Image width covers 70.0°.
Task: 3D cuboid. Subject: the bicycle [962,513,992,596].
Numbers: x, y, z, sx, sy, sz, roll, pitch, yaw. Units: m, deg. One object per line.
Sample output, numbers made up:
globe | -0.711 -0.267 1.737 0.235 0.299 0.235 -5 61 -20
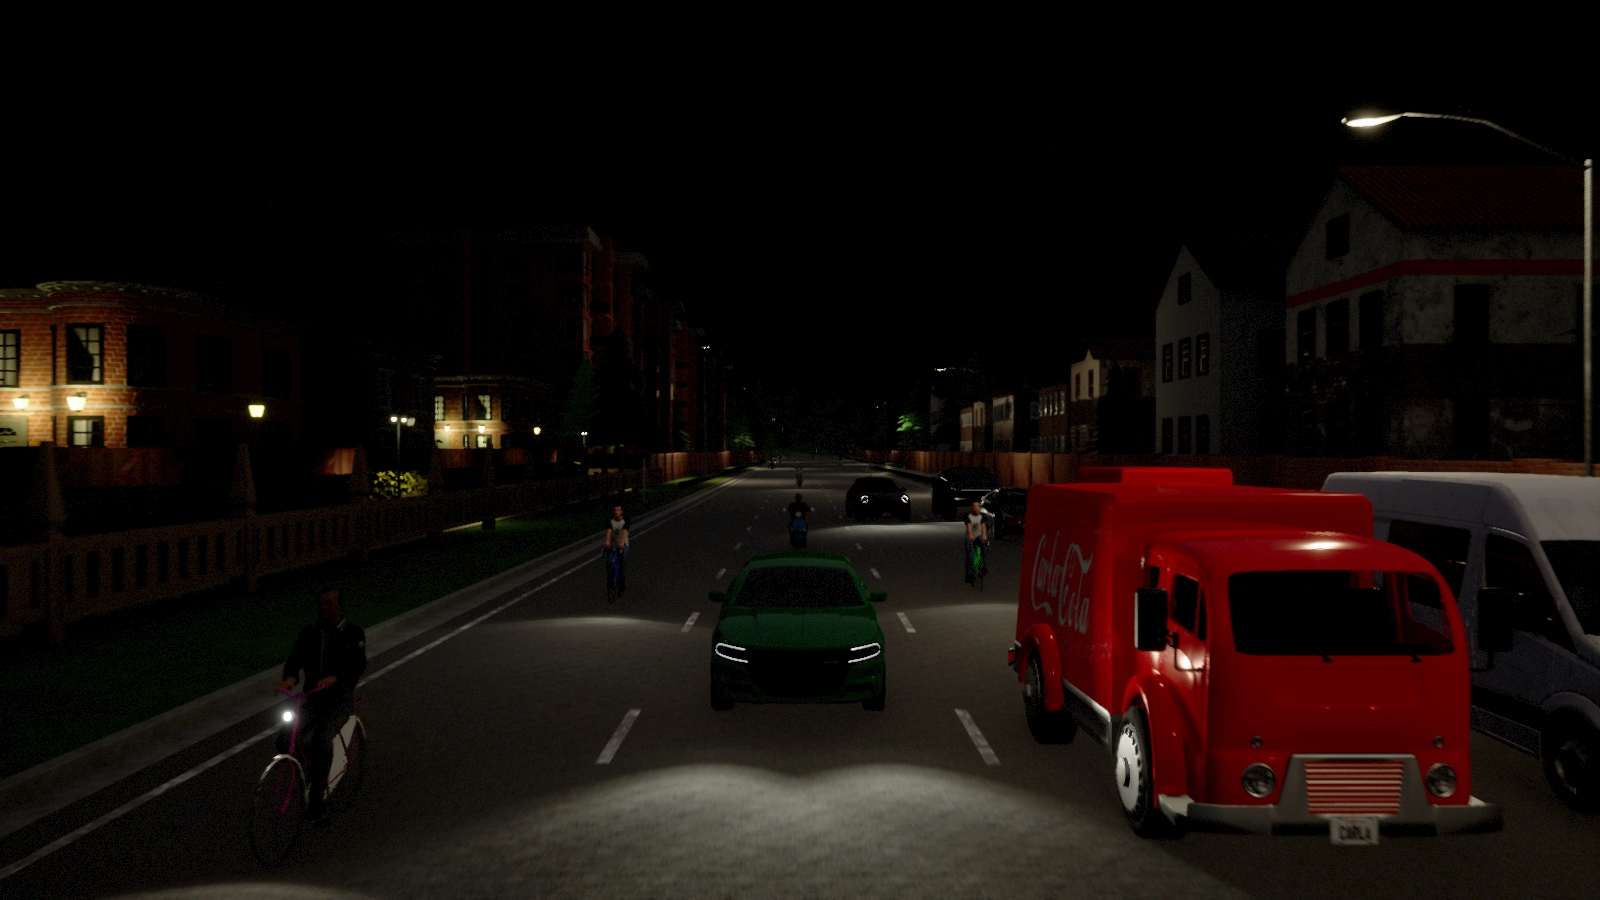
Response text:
bicycle | 3.523 2.049 22.816 0.373 1.496 1.643 0 1 0

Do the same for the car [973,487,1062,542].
car | 6.945 2.029 36.988 2.007 1.525 4.514 0 0 0

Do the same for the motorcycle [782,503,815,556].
motorcycle | -0.042 2.132 30.985 0.856 1.316 1.805 0 0 0

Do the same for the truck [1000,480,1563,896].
truck | 3.480 1.563 9.786 2.627 2.467 5.204 0 0 0

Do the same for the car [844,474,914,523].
car | 3.105 1.892 45.884 2.097 1.767 4.553 0 0 -5

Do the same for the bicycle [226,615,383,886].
bicycle | -3.509 2.057 8.235 0.329 1.471 1.835 0 0 0

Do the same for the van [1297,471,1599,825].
van | 6.984 1.531 10.813 1.988 2.561 5.915 0 0 0

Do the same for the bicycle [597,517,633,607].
bicycle | -3.413 2.049 21.191 0.373 1.496 1.643 0 0 1

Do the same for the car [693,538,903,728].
car | -0.023 2.030 13.963 2.097 1.535 5.006 0 0 0
